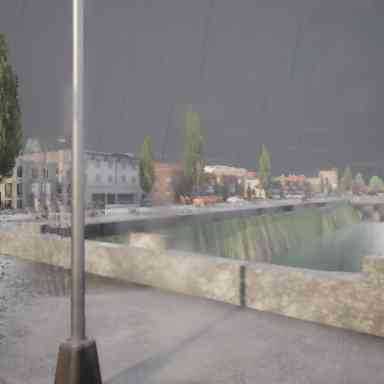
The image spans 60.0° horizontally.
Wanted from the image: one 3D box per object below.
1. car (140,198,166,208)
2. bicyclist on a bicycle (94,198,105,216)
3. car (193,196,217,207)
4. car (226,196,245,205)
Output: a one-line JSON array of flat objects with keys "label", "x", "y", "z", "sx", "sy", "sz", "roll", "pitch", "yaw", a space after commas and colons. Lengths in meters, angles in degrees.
[{"label": "car", "x": -5.701, "y": 1.582, "z": 48.589, "sx": 1.994, "sy": 1.385, "sz": 4.181, "roll": 0, "pitch": 0, "yaw": 36}, {"label": "bicyclist on a bicycle", "x": -8.439, "y": 1.362, "z": 30.319, "sx": 1.656, "sy": 1.620, "sz": 0.582, "roll": 0, "pitch": 0, "yaw": 36}, {"label": "car", "x": 2.138, "y": 1.368, "z": 52.455, "sx": 2.097, "sy": 1.767, "sz": 4.553, "roll": 0, "pitch": 0, "yaw": 36}, {"label": "car", "x": 7.930, "y": 1.541, "z": 60.653, "sx": 1.812, "sy": 1.442, "sz": 4.674, "roll": 0, "pitch": 0, "yaw": 36}]
